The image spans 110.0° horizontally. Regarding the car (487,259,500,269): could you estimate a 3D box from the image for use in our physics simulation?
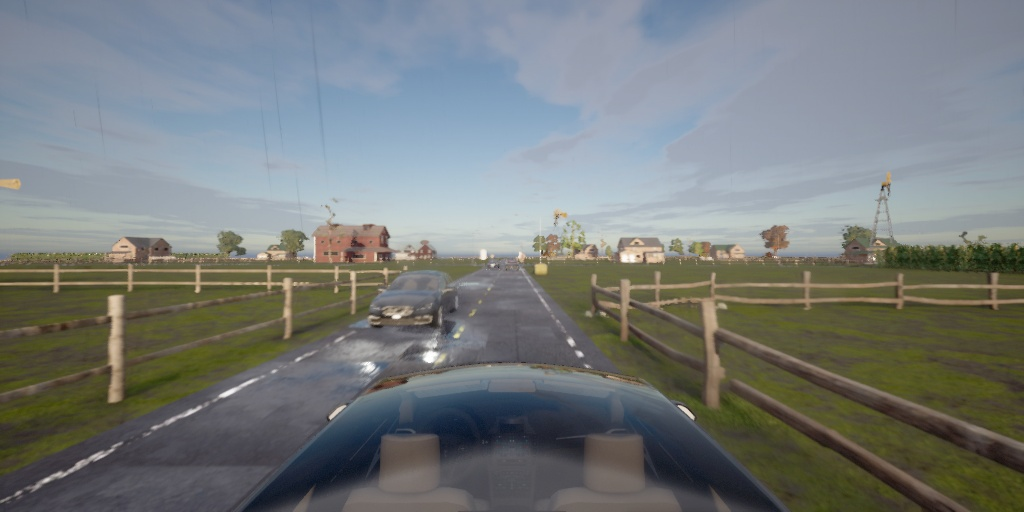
[{"bbox_3d":[-2.793,1.195,54.882,2.128,1.511,4.902,0,0,1],"label":"car"}]

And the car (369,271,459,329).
[{"bbox_3d":[-2.848,1.248,11.301,1.837,1.490,4.892,0,0,0],"label":"car"}]

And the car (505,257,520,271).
[{"bbox_3d":[0.034,1.202,49.388,2.128,1.511,4.902,0,0,1],"label":"car"}]

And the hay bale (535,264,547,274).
[{"bbox_3d":[3.131,1.376,38.773,1.220,1.180,1.240,0,0,0],"label":"hay bale"}]
